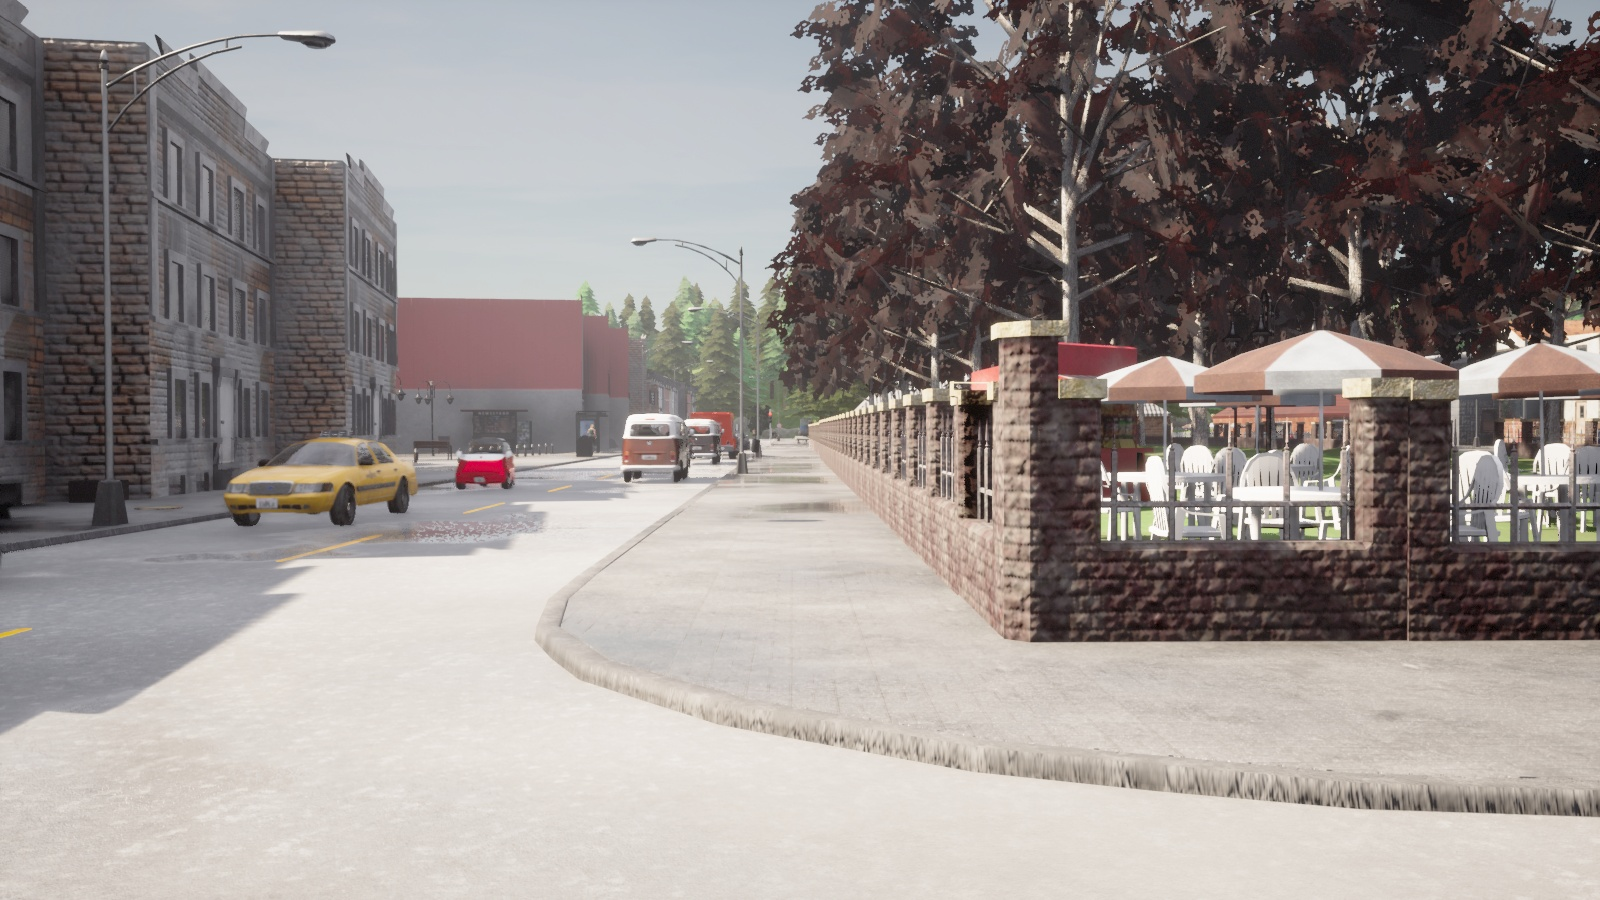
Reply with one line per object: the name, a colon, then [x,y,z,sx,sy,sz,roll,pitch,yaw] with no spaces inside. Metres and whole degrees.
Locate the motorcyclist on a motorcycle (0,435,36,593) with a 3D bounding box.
motorcyclist on a motorcycle: [-8.210,0.634,11.683,0.866,1.530,2.191,0,1,0]

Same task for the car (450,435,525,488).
car: [-8.379,0.282,33.818,1.481,1.376,2.207,0,1,0]

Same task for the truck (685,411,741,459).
truck: [-4.619,-0.810,67.429,2.627,2.467,5.204,0,1,0]

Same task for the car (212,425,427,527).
car: [-8.291,0.360,22.282,1.801,1.575,5.366,0,1,0]

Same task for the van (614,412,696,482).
van: [-4.417,-0.122,38.947,2.069,2.038,4.480,0,1,0]

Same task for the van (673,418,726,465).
van: [-4.553,-0.429,57.405,2.069,2.038,4.480,0,1,0]
